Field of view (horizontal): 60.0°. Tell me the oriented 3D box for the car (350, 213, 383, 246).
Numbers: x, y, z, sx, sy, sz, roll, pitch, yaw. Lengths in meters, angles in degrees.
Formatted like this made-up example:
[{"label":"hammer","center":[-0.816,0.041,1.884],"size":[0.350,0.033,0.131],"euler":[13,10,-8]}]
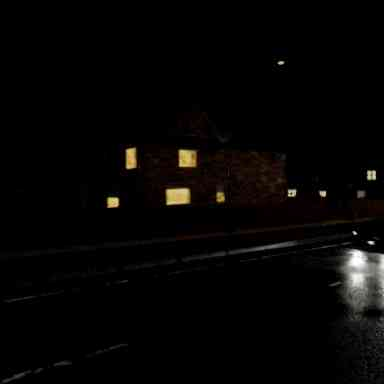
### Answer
[{"label":"car","center":[8.865,1.502,14.003],"size":[5.357,1.411,2.033],"euler":[0,0,-36]}]
